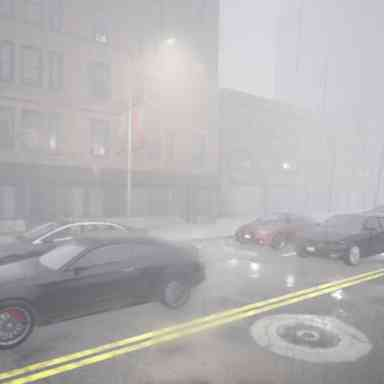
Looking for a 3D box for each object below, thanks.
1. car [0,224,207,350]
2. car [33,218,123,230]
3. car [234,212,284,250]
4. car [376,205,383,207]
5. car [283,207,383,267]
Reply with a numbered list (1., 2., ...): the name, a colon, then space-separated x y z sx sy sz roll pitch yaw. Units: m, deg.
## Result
1. car: -1.840 1.531 6.360 4.674 1.442 1.812 0 0 -35
2. car: -3.428 1.498 9.219 4.902 1.511 2.128 0 0 -36
3. car: 3.838 1.582 14.404 4.181 1.385 1.994 0 0 -35
4. car: 11.994 1.534 20.221 4.892 1.490 1.837 0 0 -36
5. car: 5.708 1.495 11.744 5.008 1.535 1.882 0 0 -35
